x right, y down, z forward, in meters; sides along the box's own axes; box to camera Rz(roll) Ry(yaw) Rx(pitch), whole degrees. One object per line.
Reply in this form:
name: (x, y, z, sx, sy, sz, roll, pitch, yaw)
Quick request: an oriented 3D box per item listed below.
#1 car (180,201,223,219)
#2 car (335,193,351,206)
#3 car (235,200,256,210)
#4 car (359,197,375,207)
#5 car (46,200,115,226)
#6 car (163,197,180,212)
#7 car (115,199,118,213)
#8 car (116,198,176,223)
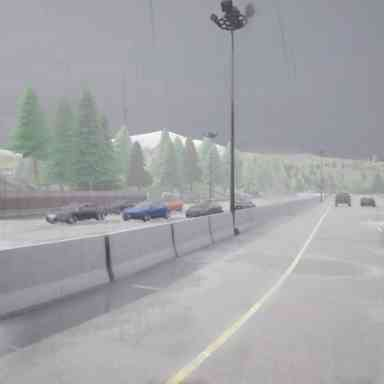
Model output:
car: (1.094, 1.506, 27.357, 1.837, 1.490, 4.892, 0, -1, 24)
car: (24.560, 1.215, 54.180, 2.150, 2.045, 5.566, 0, 0, 24)
car: (5.999, 1.562, 38.431, 1.994, 1.385, 4.181, 0, 0, 25)
car: (27.564, 1.486, 52.325, 2.128, 1.511, 4.902, 0, 0, 24)
car: (-8.148, 1.491, 23.869, 2.128, 1.511, 4.902, 0, 0, 24)
car: (-2.701, 1.350, 36.182, 2.097, 1.767, 4.553, 0, 0, 24)
car: (-7.345, 1.491, 34.171, 2.128, 1.511, 4.902, 0, 0, 24)
car: (-3.424, 1.476, 25.857, 1.882, 1.535, 5.008, 0, 0, 24)
